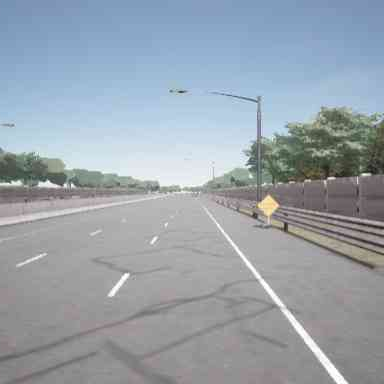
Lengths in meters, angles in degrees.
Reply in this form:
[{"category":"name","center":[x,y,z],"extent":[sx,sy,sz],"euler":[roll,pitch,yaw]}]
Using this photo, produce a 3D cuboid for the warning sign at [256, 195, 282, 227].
[{"category":"warning sign","center":[4.543,1.100,19.778],"extent":[1.300,1.860,1.060],"euler":[0,0,0]}]
